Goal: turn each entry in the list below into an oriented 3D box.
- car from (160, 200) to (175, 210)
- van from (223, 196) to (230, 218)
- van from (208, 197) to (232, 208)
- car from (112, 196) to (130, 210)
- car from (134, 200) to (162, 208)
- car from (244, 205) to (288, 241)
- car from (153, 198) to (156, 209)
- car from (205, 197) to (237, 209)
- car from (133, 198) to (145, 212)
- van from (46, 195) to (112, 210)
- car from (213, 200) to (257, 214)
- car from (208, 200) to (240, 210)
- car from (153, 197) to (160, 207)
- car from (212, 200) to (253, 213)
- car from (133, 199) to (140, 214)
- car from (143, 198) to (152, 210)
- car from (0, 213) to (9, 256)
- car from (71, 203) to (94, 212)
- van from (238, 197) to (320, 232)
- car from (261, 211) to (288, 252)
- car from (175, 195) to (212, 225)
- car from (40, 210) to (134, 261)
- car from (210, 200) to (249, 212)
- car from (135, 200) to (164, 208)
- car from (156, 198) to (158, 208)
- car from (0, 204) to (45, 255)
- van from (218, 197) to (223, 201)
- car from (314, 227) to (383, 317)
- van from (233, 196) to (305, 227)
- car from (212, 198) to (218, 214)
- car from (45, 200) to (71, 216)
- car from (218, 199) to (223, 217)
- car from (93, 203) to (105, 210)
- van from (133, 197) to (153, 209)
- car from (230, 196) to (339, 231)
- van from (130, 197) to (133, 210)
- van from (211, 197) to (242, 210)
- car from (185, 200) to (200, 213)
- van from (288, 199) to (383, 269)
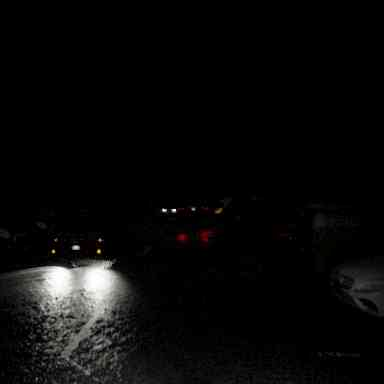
[{"bbox_3d":[-3.569,2.020,53.831,1.882,1.535,5.008,0,-1,0],"label":"car"},{"bbox_3d":[4.924,1.304,25.620,4.442,1.987,1.878,0,-1,0],"label":"van"},{"bbox_3d":[5.160,1.961,61.596,4.442,1.987,1.878,0,-1,0],"label":"van"},{"bbox_3d":[-8.011,1.279,25.639,5.566,2.045,2.435,0,0,0],"label":"car"},{"bbox_3d":[-8.032,2.191,61.694,4.892,1.521,2.231,0,-1,0],"label":"car"},{"bbox_3d":[5.035,1.508,14.407,5.008,1.535,2.097,0,0,0],"label":"car"},{"bbox_3d":[-8.036,1.954,47.824,4.674,1.452,2.002,0,-1,0],"label":"car"},{"bbox_3d":[5.070,1.866,58.706,5.566,2.045,2.435,0,-1,0],"label":"car"},{"bbox_3d":[-8.069,1.744,36.722,4.792,1.488,2.163,0,-1,0],"label":"car"},{"bbox_3d":[-8.156,1.299,22.862,4.442,1.987,1.878,0,0,0],"label":"van"},{"bbox_3d":[5.035,1.762,39.316,4.892,1.521,2.231,0,-1,0],"label":"car"},{"bbox_3d":[5.036,2.011,53.165,4.892,1.521,2.231,0,-1,0],"label":"car"},{"bbox_3d":[-8.031,2.124,58.923,5.008,1.535,2.097,0,-1,0],"label":"car"},{"bbox_3d":[5.036,1.810,42.085,5.008,1.535,2.097,0,-1,0],"label":"car"},{"bbox_3d":[-8.036,1.704,33.945,4.674,1.452,2.002,0,-1,0],"label":"car"},{"bbox_3d":[-8.033,1.814,42.273,5.008,1.535,2.097,0,-1,0],"label":"car"},{"bbox_3d":[-8.225,1.495,8.981,5.366,1.575,1.946,0,0,0],"label":"car"},{"bbox_3d":[-8.045,1.514,17.310,5.008,1.535,2.097,0,0,0],"label":"car"},{"bbox_3d":[5.157,1.293,20.072,4.442,1.987,1.878,0,0,0],"label":"van"},{"bbox_3d":[5.038,1.543,11.635,4.674,1.452,2.002,0,0,0],"label":"car"},{"bbox_3d":[0.102,1.266,24.684,2.150,2.045,5.566,0,-1,0],"label":"car"},{"bbox_3d":[-3.604,1.566,12.330,1.994,1.385,4.181,0,-1,0],"label":"car"},{"bbox_3d":[5.036,1.862,44.981,5.008,1.535,2.097,0,-1,0],"label":"car"},{"bbox_3d":[-8.223,2.260,64.462,5.366,1.575,1.946,0,-1,0],"label":"car"},{"bbox_3d":[-8.008,1.994,50.599,4.792,1.488,2.163,0,-1,0],"label":"car"},{"bbox_3d":[-8.071,1.378,11.757,4.553,1.767,2.185,0,0,0],"label":"car"},{"bbox_3d":[4.924,1.385,31.011,4.442,1.987,1.878,0,-1,0],"label":"van"},{"bbox_3d":[5.043,1.532,6.220,4.674,1.452,2.002,0,0,0],"label":"car"},{"bbox_3d":[5.157,1.298,22.717,4.442,1.987,1.878,0,0,0],"label":"van"},{"bbox_3d":[4.857,1.658,33.775,5.366,1.575,1.946,0,-1,0],"label":"car"},{"bbox_3d":[-8.071,1.383,14.533,4.553,1.767,2.185,0,0,0],"label":"car"},{"bbox_3d":[5.046,1.561,28.238,5.008,1.535,2.097,0,-1,0],"label":"car"},{"bbox_3d":[-8.037,1.559,20.086,4.674,1.452,2.002,0,0,0],"label":"car"},{"bbox_3d":[-7.922,1.638,45.053,4.442,1.987,1.878,0,-1,0],"label":"van"},{"bbox_3d":[5.012,1.262,17.302,5.566,2.045,2.435,0,0,0],"label":"car"},{"bbox_3d":[-8.156,1.389,31.174,4.442,1.987,1.878,0,-1,0],"label":"van"},{"bbox_3d":[5.159,1.734,50.399,4.442,1.987,1.878,0,-1,0],"label":"van"},{"bbox_3d":[0.102,1.850,42.858,1.837,1.490,4.892,0,-1,0],"label":"car"},{"bbox_3d":[5.157,1.272,8.992,4.442,1.987,1.878,0,0,0],"label":"van"}]
